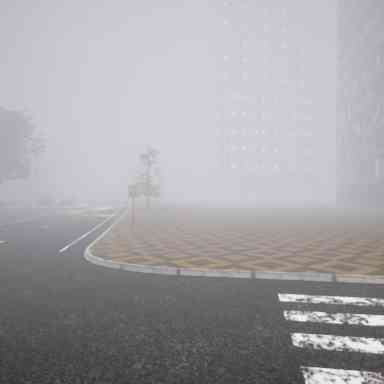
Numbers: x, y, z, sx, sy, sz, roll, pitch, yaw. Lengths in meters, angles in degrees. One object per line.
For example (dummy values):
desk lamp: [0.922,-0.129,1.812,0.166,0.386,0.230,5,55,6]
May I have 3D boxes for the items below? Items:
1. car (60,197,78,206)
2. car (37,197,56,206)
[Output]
car: [-18.987,1.449,51.555,1.994,1.385,4.181,0,0,-10]
car: [-22.187,1.423,50.983,1.994,1.385,4.181,0,0,-10]
